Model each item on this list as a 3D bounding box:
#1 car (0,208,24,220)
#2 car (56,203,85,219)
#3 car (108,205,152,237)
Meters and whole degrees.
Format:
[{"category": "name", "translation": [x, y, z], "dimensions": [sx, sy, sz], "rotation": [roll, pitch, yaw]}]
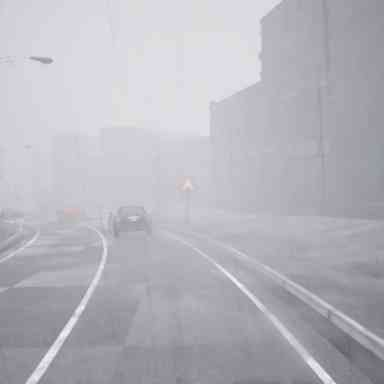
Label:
[{"category": "car", "translation": [-22.983, 2.789, 42.070], "dimensions": [4.181, 1.385, 1.994], "rotation": [-4, 0, 42]}, {"category": "car", "translation": [-13.724, 2.043, 37.415], "dimensions": [2.097, 1.767, 4.553], "rotation": [-3, 0, -37]}, {"category": "car", "translation": [-3.769, 1.524, 19.678], "dimensions": [2.097, 1.767, 4.553], "rotation": [-2, -1, -18]}]
